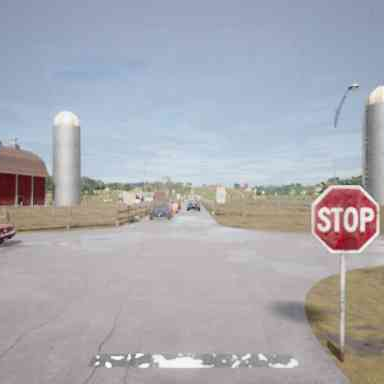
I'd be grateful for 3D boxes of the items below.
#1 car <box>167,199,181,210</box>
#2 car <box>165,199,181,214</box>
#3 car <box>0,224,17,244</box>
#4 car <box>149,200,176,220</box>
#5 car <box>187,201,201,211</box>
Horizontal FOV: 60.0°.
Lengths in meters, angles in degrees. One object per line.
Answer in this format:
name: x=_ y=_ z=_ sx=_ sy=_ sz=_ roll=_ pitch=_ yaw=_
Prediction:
car: x=-2.673 y=1.886 z=50.266 sx=1.882 sy=1.535 sz=5.008 roll=0 pitch=-1 yaw=0
car: x=-2.711 y=1.647 z=40.126 sx=2.097 sy=1.767 sz=4.553 roll=0 pitch=-1 yaw=0
car: x=-10.023 y=1.684 z=13.794 sx=4.718 sy=1.301 sz=1.895 roll=0 pitch=1 yaw=-7
car: x=-2.749 y=1.717 z=30.427 sx=1.837 sy=1.490 sz=4.892 roll=0 pitch=0 yaw=0
car: x=0.248 y=1.925 z=47.809 sx=2.033 sy=1.411 sz=5.357 roll=0 pitch=-1 yaw=0
